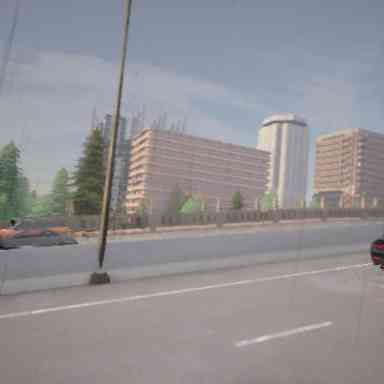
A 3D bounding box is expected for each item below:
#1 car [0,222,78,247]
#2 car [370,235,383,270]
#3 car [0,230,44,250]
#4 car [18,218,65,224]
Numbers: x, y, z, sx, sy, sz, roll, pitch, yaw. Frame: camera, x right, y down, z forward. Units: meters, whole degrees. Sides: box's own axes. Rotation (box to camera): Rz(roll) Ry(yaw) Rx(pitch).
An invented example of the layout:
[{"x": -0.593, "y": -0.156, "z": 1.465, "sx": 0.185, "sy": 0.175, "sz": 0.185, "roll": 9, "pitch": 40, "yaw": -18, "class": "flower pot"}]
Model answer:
[{"x": -7.413, "y": 2.337, "z": 15.204, "sx": 4.181, "sy": 1.385, "sz": 1.994, "roll": -1, "pitch": -2, "yaw": -25, "class": "car"}, {"x": 7.769, "y": 1.703, "z": 10.383, "sx": 4.892, "sy": 1.490, "sz": 1.837, "roll": -1, "pitch": -2, "yaw": -25, "class": "car"}, {"x": -7.692, "y": 2.234, "z": 11.232, "sx": 4.718, "sy": 1.301, "sz": 1.895, "roll": -1, "pitch": -2, "yaw": -25, "class": "car"}, {"x": -8.963, "y": 2.283, "z": 18.350, "sx": 4.553, "sy": 1.767, "sz": 2.097, "roll": 0, "pitch": -2, "yaw": -25, "class": "car"}]
